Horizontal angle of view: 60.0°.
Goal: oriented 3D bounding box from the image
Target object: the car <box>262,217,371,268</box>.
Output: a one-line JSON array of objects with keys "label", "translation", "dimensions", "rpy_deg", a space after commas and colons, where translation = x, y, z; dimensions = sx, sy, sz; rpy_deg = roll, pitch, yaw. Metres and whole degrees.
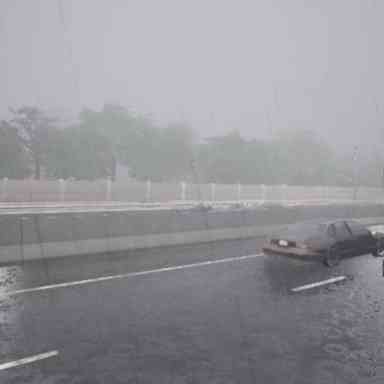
[{"label": "car", "translation": [4.795, 1.594, 11.460], "dimensions": [5.357, 1.411, 2.033], "rpy_deg": [0, 0, -35]}]

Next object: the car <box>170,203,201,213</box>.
[{"label": "car", "translation": [0.362, 1.680, 30.035], "dimensions": [4.718, 1.301, 1.895], "rpy_deg": [0, 0, -35]}]

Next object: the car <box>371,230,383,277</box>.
[{"label": "car", "translation": [6.726, 1.610, 8.538], "dimensions": [4.181, 1.385, 1.994], "rpy_deg": [0, 0, -35]}]

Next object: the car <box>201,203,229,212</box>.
[{"label": "car", "translation": [3.236, 1.647, 27.783], "dimensions": [4.181, 1.385, 1.994], "rpy_deg": [0, 0, -35]}]

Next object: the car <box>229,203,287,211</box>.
[{"label": "car", "translation": [5.416, 1.589, 25.040], "dimensions": [4.892, 1.490, 1.837], "rpy_deg": [0, 0, -35]}]
